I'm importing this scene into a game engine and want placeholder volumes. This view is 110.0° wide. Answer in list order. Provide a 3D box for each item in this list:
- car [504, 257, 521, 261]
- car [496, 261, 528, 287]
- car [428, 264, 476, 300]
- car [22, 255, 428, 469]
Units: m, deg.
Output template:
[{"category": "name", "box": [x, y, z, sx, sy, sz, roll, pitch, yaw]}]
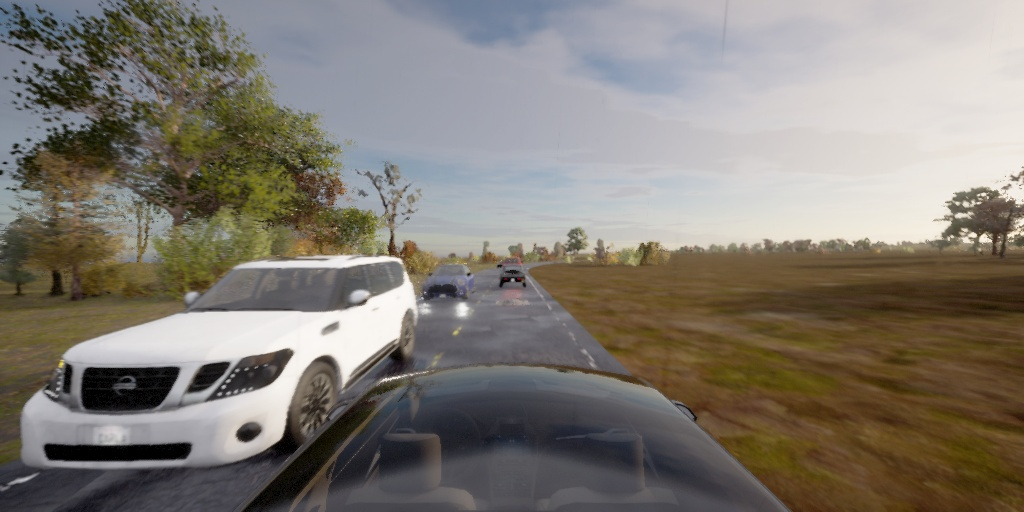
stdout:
[{"category": "car", "box": [0.076, 1.130, 39.847, 2.150, 2.045, 5.566, -1, 0, 1]}, {"category": "car", "box": [0.065, 1.354, 25.855, 1.837, 1.490, 4.892, -1, 0, 0]}, {"category": "car", "box": [-3.080, 1.203, 18.266, 2.097, 1.767, 4.553, -1, 0, 0]}, {"category": "car", "box": [-3.102, 1.014, 5.546, 2.150, 2.045, 5.566, -1, 1, 0]}]
